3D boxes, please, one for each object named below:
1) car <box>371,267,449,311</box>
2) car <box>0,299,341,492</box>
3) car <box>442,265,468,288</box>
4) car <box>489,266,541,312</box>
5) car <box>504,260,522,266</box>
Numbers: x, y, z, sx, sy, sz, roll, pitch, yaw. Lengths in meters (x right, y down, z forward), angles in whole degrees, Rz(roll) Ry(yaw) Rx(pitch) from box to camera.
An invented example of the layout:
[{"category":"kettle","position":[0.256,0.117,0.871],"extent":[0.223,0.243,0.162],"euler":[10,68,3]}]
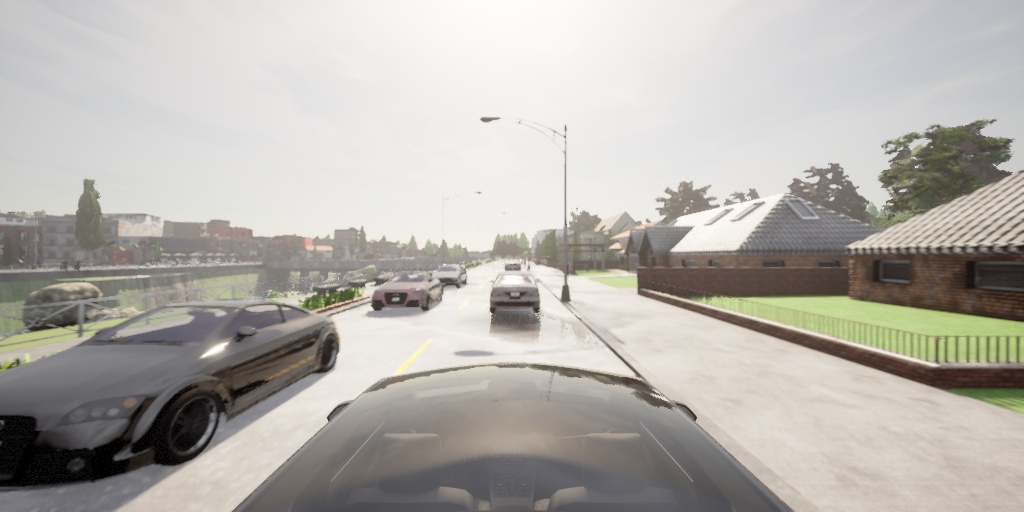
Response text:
[{"category":"car","position":[-4.001,1.305,14.334],"extent":[1.994,1.385,4.181],"euler":[0,0,0]},{"category":"car","position":[-4.092,1.310,4.778],"extent":[1.994,1.385,4.181],"euler":[0,0,1]},{"category":"car","position":[-4.020,1.282,23.642],"extent":[2.033,1.411,5.357],"euler":[0,0,0]},{"category":"car","position":[0.100,1.289,14.183],"extent":[2.033,1.411,5.357],"euler":[0,0,0]},{"category":"car","position":[0.099,1.214,41.407],"extent":[2.128,1.511,4.902],"euler":[0,0,0]}]
